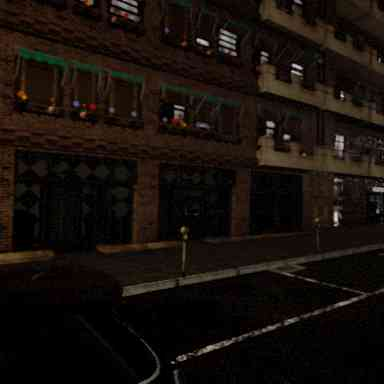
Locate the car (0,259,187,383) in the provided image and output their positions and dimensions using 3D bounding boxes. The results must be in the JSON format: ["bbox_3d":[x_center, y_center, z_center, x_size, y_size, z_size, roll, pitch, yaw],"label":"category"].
[{"bbox_3d":[-2.162,1.345,1.520,4.553,1.767,2.097,1,0,-35],"label":"car"}]
